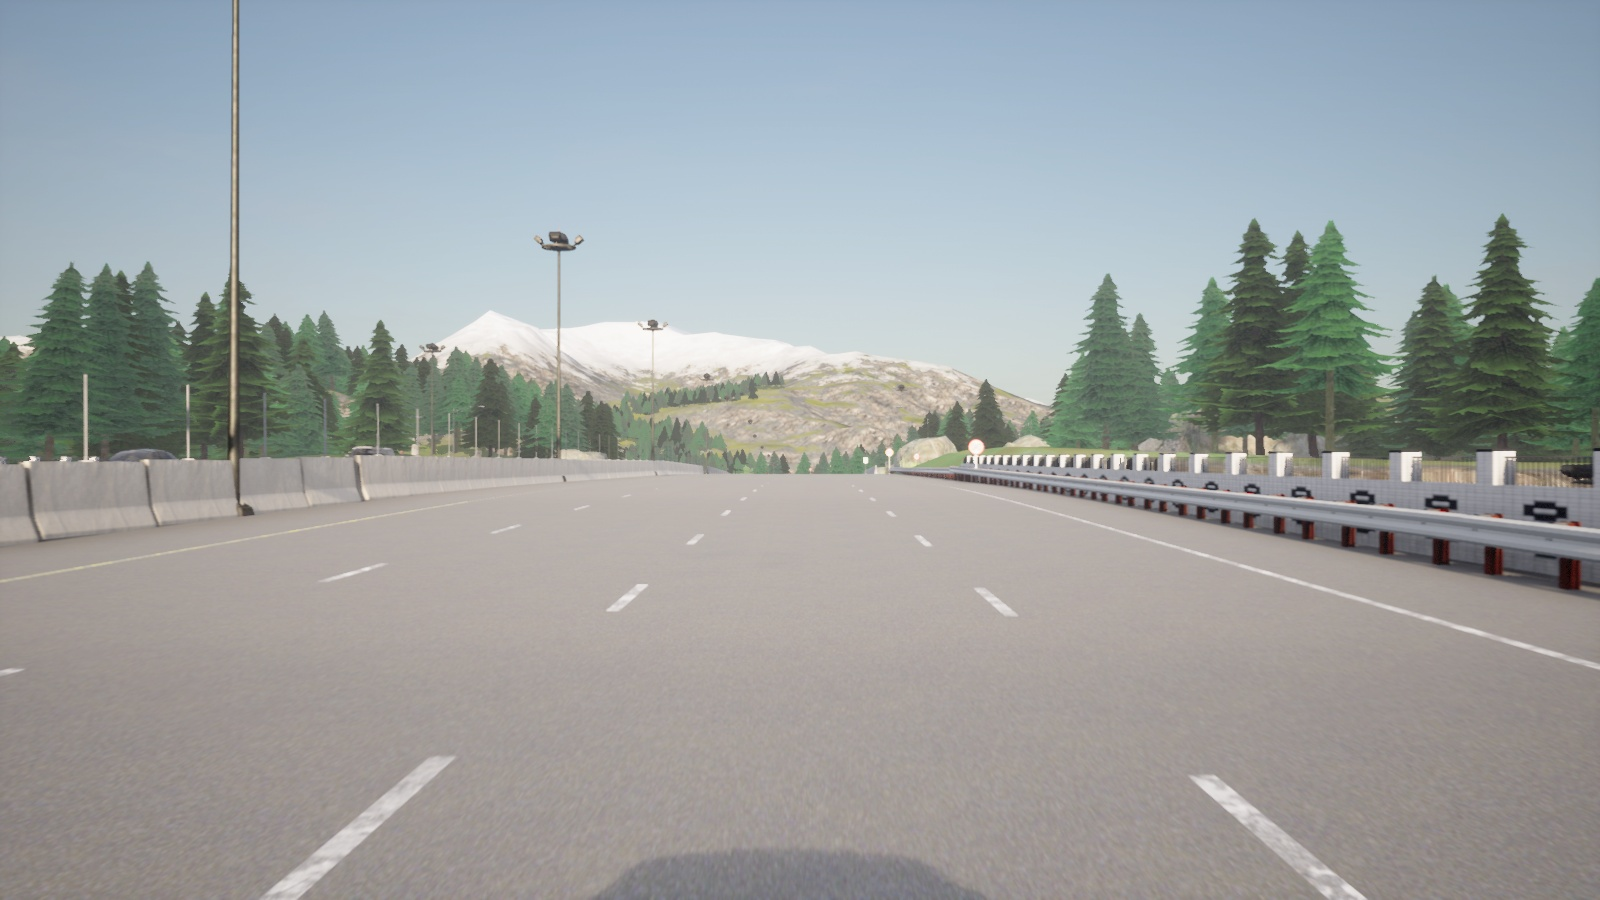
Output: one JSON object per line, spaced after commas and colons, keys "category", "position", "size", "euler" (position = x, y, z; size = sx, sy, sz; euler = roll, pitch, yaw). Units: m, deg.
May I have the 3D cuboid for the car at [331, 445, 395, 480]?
{"category": "car", "position": [-24.080, 0.677, 69.370], "size": [1.932, 1.855, 4.605], "euler": [0, -1, 0]}

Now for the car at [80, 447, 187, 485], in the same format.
{"category": "car", "position": [-27.686, 0.664, 52.345], "size": [1.837, 1.490, 4.892], "euler": [0, -1, 0]}
